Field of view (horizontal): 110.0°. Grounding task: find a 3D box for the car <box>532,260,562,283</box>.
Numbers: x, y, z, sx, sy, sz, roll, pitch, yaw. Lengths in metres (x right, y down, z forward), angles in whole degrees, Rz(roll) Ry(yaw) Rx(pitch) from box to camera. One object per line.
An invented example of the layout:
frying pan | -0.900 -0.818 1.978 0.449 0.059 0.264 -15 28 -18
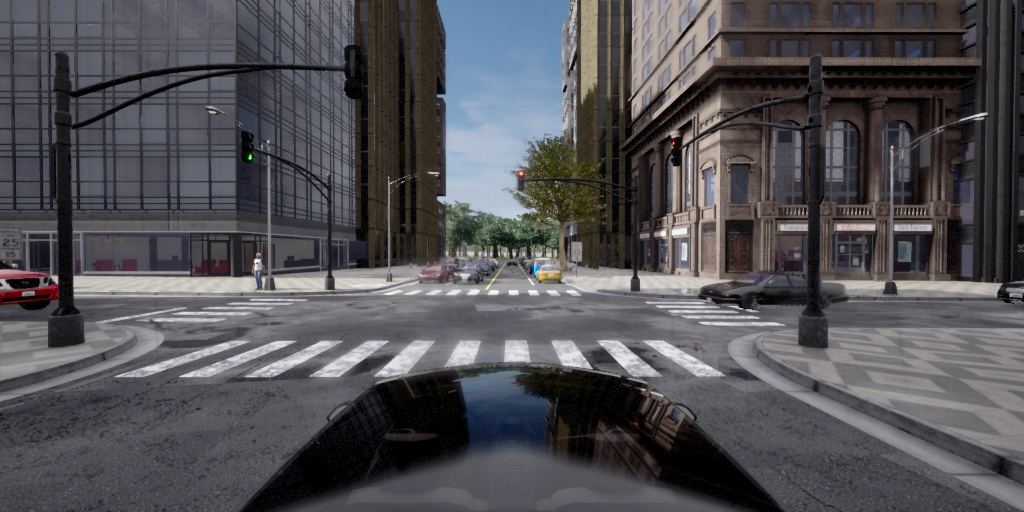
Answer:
car | 2.733 1.253 27.184 1.751 1.417 4.829 0 0 0

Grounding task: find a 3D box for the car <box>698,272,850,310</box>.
car | 10.576 1.365 14.611 5.357 1.411 2.033 0 1 -5

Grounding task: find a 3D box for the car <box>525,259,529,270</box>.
car | 2.720 1.274 38.374 1.948 1.339 4.313 0 0 0

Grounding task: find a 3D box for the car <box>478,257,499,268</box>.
car | -3.138 1.182 46.441 2.128 1.511 4.902 0 0 0

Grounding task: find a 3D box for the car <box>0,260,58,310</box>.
car | -18.386 0.841 11.560 5.566 2.045 2.150 1 1 0

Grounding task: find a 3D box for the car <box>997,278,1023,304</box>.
car | 23.392 1.390 14.894 4.902 1.511 2.128 0 1 0

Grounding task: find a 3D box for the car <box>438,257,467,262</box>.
car | -5.799 1.033 32.676 2.192 1.841 5.009 0 0 0

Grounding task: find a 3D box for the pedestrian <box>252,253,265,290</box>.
pedestrian | -12.541 0.740 17.816 0.375 1.860 0.375 0 0 0

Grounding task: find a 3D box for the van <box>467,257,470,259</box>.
van | -5.805 1.049 38.356 1.690 1.789 3.998 0 0 0

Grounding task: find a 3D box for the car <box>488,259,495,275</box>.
car | -3.133 1.260 36.329 2.033 1.411 5.357 0 0 0

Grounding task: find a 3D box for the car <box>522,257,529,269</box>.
car | 2.707 1.207 49.903 1.751 1.417 4.829 0 0 0

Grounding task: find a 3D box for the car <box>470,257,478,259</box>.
car | -5.812 1.010 44.036 2.192 1.841 5.009 0 0 0

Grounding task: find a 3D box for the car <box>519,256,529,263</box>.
car | 2.694 1.201 61.091 2.007 1.370 4.403 0 0 0

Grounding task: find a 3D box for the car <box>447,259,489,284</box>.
car | -3.134 1.220 26.507 2.128 1.511 4.902 0 0 1

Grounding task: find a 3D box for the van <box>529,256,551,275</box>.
van | 2.727 1.060 32.694 1.690 1.789 3.998 0 0 0

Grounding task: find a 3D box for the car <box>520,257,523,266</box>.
car | 2.701 1.211 55.412 1.888 1.381 4.507 0 0 0

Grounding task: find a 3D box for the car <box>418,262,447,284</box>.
car | -5.792 1.310 26.996 1.802 1.307 4.207 0 0 0
